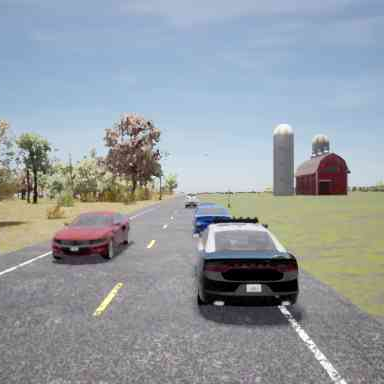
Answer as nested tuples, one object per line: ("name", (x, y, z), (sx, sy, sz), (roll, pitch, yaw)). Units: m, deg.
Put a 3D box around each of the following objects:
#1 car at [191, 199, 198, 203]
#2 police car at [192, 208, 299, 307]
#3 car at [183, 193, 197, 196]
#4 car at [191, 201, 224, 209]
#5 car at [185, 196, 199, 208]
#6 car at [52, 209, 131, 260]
("car", (1.044, 1.504, 24.108), (1.837, 1.490, 4.892), (0, 0, 0))
("police car", (1.048, 1.426, 8.217), (1.930, 1.638, 5.238), (0, 0, 0))
("car", (-0.011, 1.202, 59.451), (2.150, 2.045, 5.566), (0, 0, 0))
("car", (1.046, 1.478, 18.107), (1.882, 1.535, 5.008), (0, 0, 0))
("car", (0.011, 1.589, 47.509), (1.895, 1.301, 4.718), (0, 0, 1))
("car", (-3.604, 1.478, 12.692), (1.882, 1.535, 5.008), (0, 0, 0))
